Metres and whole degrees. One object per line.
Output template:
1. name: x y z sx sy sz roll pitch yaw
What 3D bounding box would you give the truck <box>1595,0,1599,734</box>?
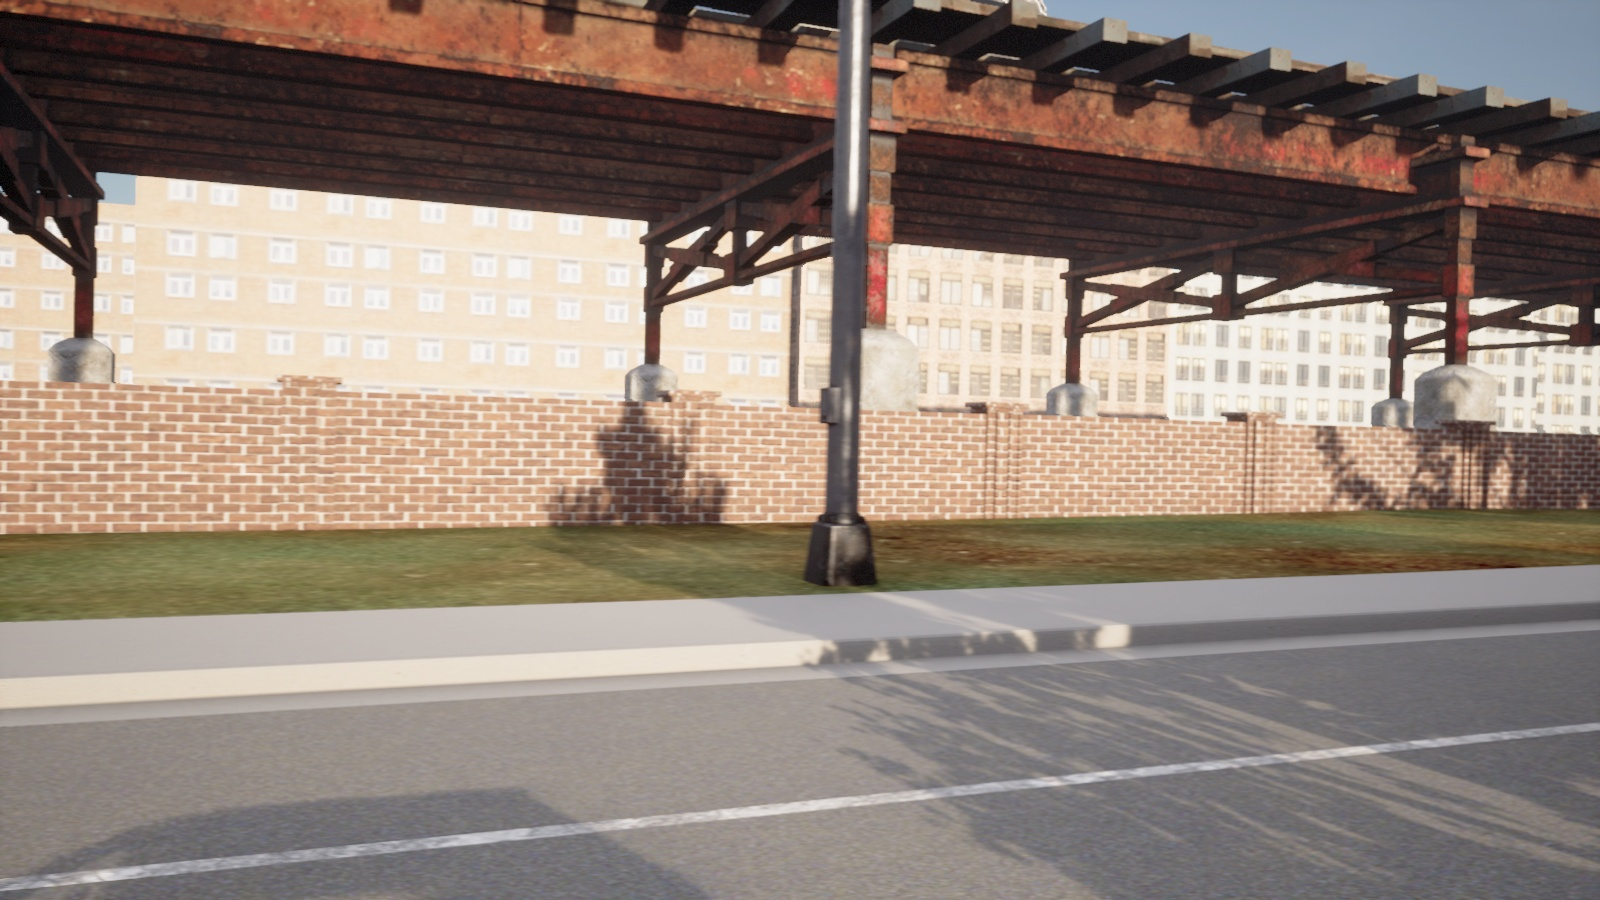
1. truck: 8.452 -0.532 6.433 8.468 3.827 2.891 -1 1 -21
